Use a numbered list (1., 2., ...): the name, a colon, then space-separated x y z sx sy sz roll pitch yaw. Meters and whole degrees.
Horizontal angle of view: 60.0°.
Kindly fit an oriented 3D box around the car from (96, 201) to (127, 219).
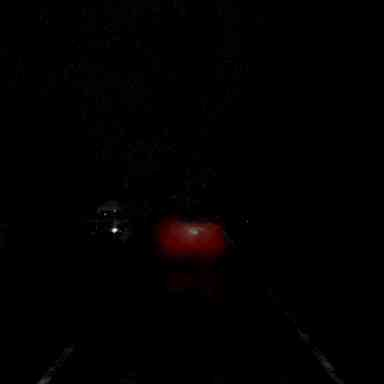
1. car: -6.894 1.493 28.834 1.812 1.442 4.674 0 0 1

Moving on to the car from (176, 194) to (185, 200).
1. car: -3.077 1.410 89.750 2.033 1.411 5.357 0 0 0

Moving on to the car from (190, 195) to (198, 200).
1. car: 0.373 1.488 79.318 1.837 1.490 4.892 0 0 0

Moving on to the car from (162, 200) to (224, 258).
1. car: 0.054 1.355 13.031 2.097 1.767 4.553 0 0 0

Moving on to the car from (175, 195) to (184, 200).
1. car: -3.128 1.508 79.335 2.033 1.411 5.357 0 0 0
